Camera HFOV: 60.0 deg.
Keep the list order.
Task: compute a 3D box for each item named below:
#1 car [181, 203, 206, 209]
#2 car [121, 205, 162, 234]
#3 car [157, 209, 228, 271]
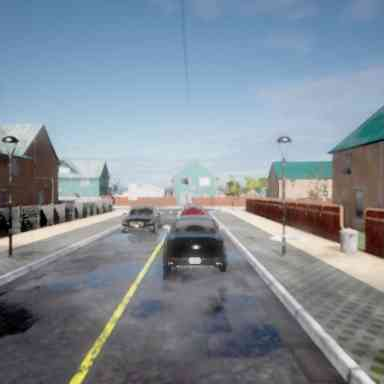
[{"bbox_3d":[0.088,1.591,25.949,1.812,1.442,4.674,0,0,0],"label":"car"},{"bbox_3d":[-2.841,1.543,19.523,1.837,1.490,4.892,0,0,0],"label":"car"},{"bbox_3d":[0.086,1.520,10.998,1.837,1.490,4.892,0,0,0],"label":"car"}]
